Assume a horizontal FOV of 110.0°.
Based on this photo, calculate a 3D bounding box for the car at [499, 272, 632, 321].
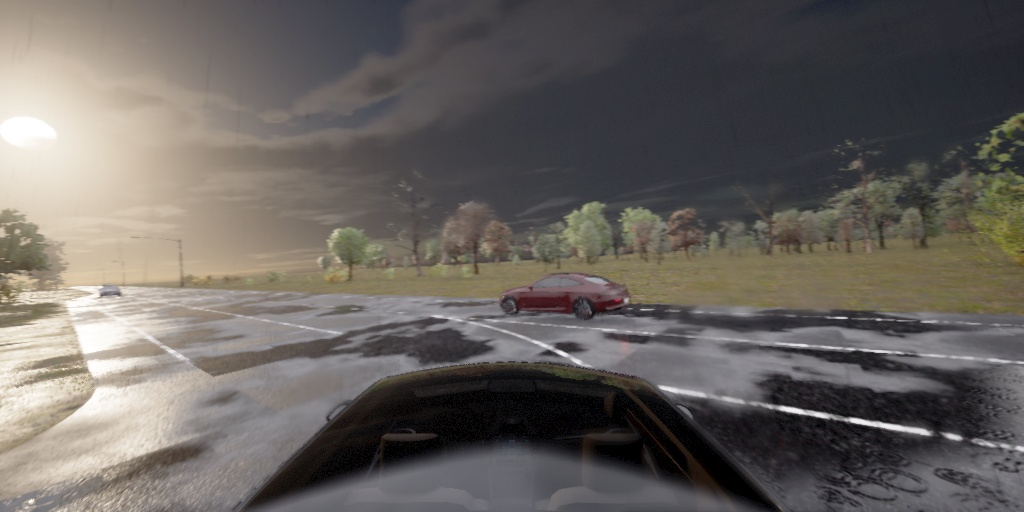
[{"bbox_3d":[1.665,1.289,12.251,4.674,1.442,1.812,-4,-1,39],"label":"car"}]
